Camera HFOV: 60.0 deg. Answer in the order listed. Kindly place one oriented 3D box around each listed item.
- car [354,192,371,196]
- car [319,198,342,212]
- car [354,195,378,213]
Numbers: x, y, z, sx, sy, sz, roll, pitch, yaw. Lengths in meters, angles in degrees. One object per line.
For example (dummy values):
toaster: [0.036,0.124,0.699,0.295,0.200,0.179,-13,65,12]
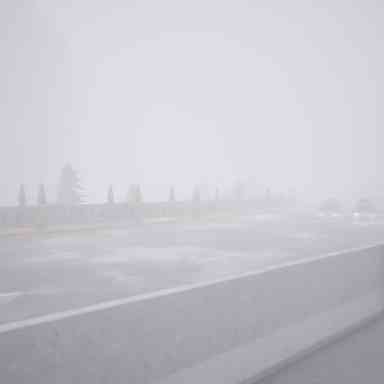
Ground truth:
car: [33.404,0.981,65.085,2.150,2.045,5.566,0,0,13]
car: [15.460,1.406,37.094,1.882,1.535,5.008,0,0,30]
car: [18.783,1.413,35.815,1.837,1.490,4.892,0,0,30]
